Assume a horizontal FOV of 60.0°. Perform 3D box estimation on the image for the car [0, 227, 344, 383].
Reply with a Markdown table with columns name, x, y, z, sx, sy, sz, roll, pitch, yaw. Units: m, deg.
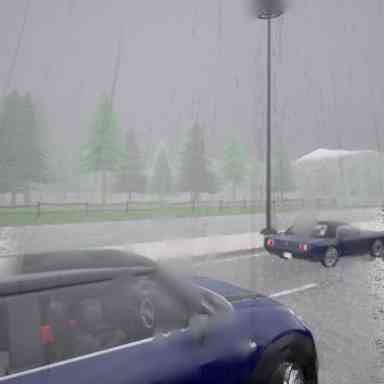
| name | x | y | z | sx | sy | sz | roll | pitch | yaw |
| --- | --- | --- | --- | --- | --- | --- | --- | --- | --- |
| car | -0.844 | 1.357 | 3.143 | 4.553 | 1.767 | 2.097 | 0 | 0 | -35 |

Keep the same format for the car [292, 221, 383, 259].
| name | x | y | z | sx | sy | sz | roll | pitch | yaw |
| --- | --- | --- | --- | --- | --- | --- | --- | --- | --- |
| car | 4.721 | 1.647 | 11.421 | 4.718 | 1.301 | 1.895 | 0 | 0 | -36 |
